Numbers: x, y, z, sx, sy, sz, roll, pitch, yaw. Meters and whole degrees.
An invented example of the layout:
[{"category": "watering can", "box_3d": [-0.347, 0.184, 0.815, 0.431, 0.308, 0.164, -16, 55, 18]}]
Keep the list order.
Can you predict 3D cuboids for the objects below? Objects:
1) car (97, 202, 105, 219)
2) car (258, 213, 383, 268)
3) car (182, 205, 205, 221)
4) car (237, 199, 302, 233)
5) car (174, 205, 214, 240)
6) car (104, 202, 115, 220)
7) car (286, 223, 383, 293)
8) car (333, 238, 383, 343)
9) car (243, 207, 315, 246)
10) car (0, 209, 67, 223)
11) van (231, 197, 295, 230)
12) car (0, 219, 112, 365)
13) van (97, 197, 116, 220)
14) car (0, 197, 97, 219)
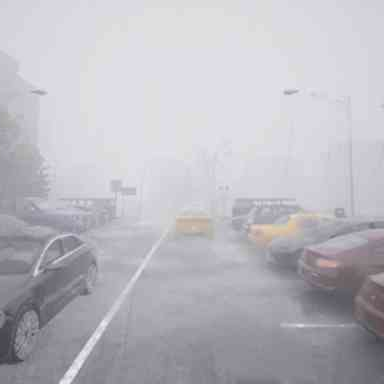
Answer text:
[{"category": "car", "box_3d": [-7.647, 1.509, 18.079, 5.008, 1.535, 2.097, 0, 0, 0]}, {"category": "car", "box_3d": [4.652, 1.524, 9.896, 4.792, 1.488, 2.163, 0, 0, 0]}, {"category": "car", "box_3d": [0.232, 1.886, 31.100, 1.994, 1.385, 4.181, 0, -2, 3]}, {"category": "car", "box_3d": [4.651, 1.377, 15.607, 4.553, 1.767, 2.185, 0, 0, 0]}, {"category": "car", "box_3d": [0.102, 1.506, 17.353, 1.882, 1.535, 5.008, 0, 0, 0]}, {"category": "car", "box_3d": [-7.676, 1.564, 20.911, 4.792, 1.488, 2.163, 0, -1, 0]}, {"category": "car", "box_3d": [4.678, 1.530, 7.107, 4.674, 1.452, 2.002, 0, 0, 0]}, {"category": "car", "box_3d": [4.678, 1.527, 4.440, 4.674, 1.452, 2.002, 0, 0, 0]}, {"category": "car", "box_3d": [4.867, 1.495, 12.688, 5.366, 1.575, 1.946, 0, 0, 0]}, {"category": "car", "box_3d": [-7.619, 1.527, 12.551, 4.792, 1.488, 2.163, 0, 0, 0]}, {"category": "van", "box_3d": [4.800, 1.312, 21.173, 4.442, 1.987, 1.878, 0, -1, 0]}, {"category": "car", "box_3d": [-3.098, 1.500, 5.925, 2.128, 1.511, 4.902, 0, 0, 0]}, {"category": "van", "box_3d": [-7.763, 1.355, 23.701, 4.442, 1.987, 1.878, 0, -1, 0]}, {"category": "car", "box_3d": [-7.619, 1.251, 15.345, 5.566, 2.045, 2.435, 0, 0, 0]}]
